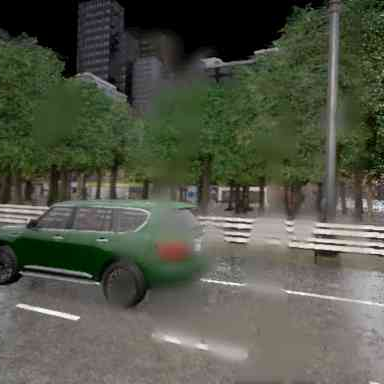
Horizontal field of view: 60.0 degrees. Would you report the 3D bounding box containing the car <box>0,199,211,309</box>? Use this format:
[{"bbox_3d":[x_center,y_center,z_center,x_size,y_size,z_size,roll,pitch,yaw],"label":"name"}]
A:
[{"bbox_3d":[-2.312,1.180,7.866,5.566,2.045,2.150,2,0,23],"label":"car"}]
